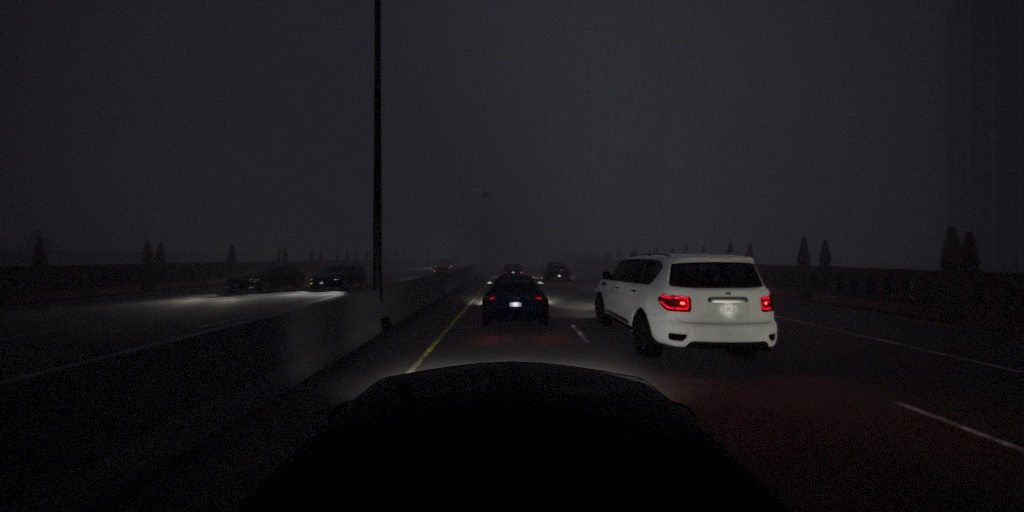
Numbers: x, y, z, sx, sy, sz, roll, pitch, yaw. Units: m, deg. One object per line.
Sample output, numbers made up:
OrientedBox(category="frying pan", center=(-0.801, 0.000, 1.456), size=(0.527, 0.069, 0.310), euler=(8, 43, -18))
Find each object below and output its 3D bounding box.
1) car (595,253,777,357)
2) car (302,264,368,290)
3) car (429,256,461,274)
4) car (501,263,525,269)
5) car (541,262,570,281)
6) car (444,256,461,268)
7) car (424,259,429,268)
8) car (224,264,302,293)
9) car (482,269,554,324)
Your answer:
OrientedBox(category="car", center=(3.598, 0.965, 8.646), size=(2.150, 2.045, 5.566), euler=(0, 0, 0))
OrientedBox(category="car", center=(-10.606, 1.248, 22.369), size=(1.837, 1.490, 4.892), euler=(0, 0, 0))
OrientedBox(category="car", center=(-7.101, 1.103, 38.621), size=(2.097, 1.767, 4.553), euler=(0, 0, 0))
OrientedBox(category="car", center=(0.089, 1.294, 29.739), size=(2.033, 1.411, 5.357), euler=(0, 0, 0))
OrientedBox(category="car", center=(3.589, 1.251, 29.562), size=(1.837, 1.490, 4.892), euler=(0, 0, 0))
OrientedBox(category="car", center=(-10.549, 1.031, 63.993), size=(2.150, 2.045, 5.566), euler=(0, 0, 0))
OrientedBox(category="car", center=(-14.051, 1.129, 63.545), size=(2.097, 1.767, 4.553), euler=(0, 0, 0))
OrientedBox(category="car", center=(-14.105, 1.221, 20.814), size=(1.882, 1.535, 5.008), euler=(0, 0, 0))
OrientedBox(category="car", center=(0.096, 1.307, 11.904), size=(1.994, 1.385, 4.181), euler=(0, 0, 0))
